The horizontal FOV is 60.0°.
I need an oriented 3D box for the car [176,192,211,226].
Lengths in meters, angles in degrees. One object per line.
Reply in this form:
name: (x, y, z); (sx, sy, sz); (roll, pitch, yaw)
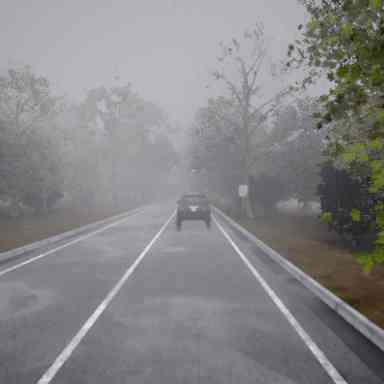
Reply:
car: (0.105, 1.152, 22.885); (2.150, 2.045, 5.566); (0, 0, 0)

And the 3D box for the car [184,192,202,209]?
car: (0.109, 1.022, 42.252); (2.150, 2.045, 5.566); (0, 0, 0)
